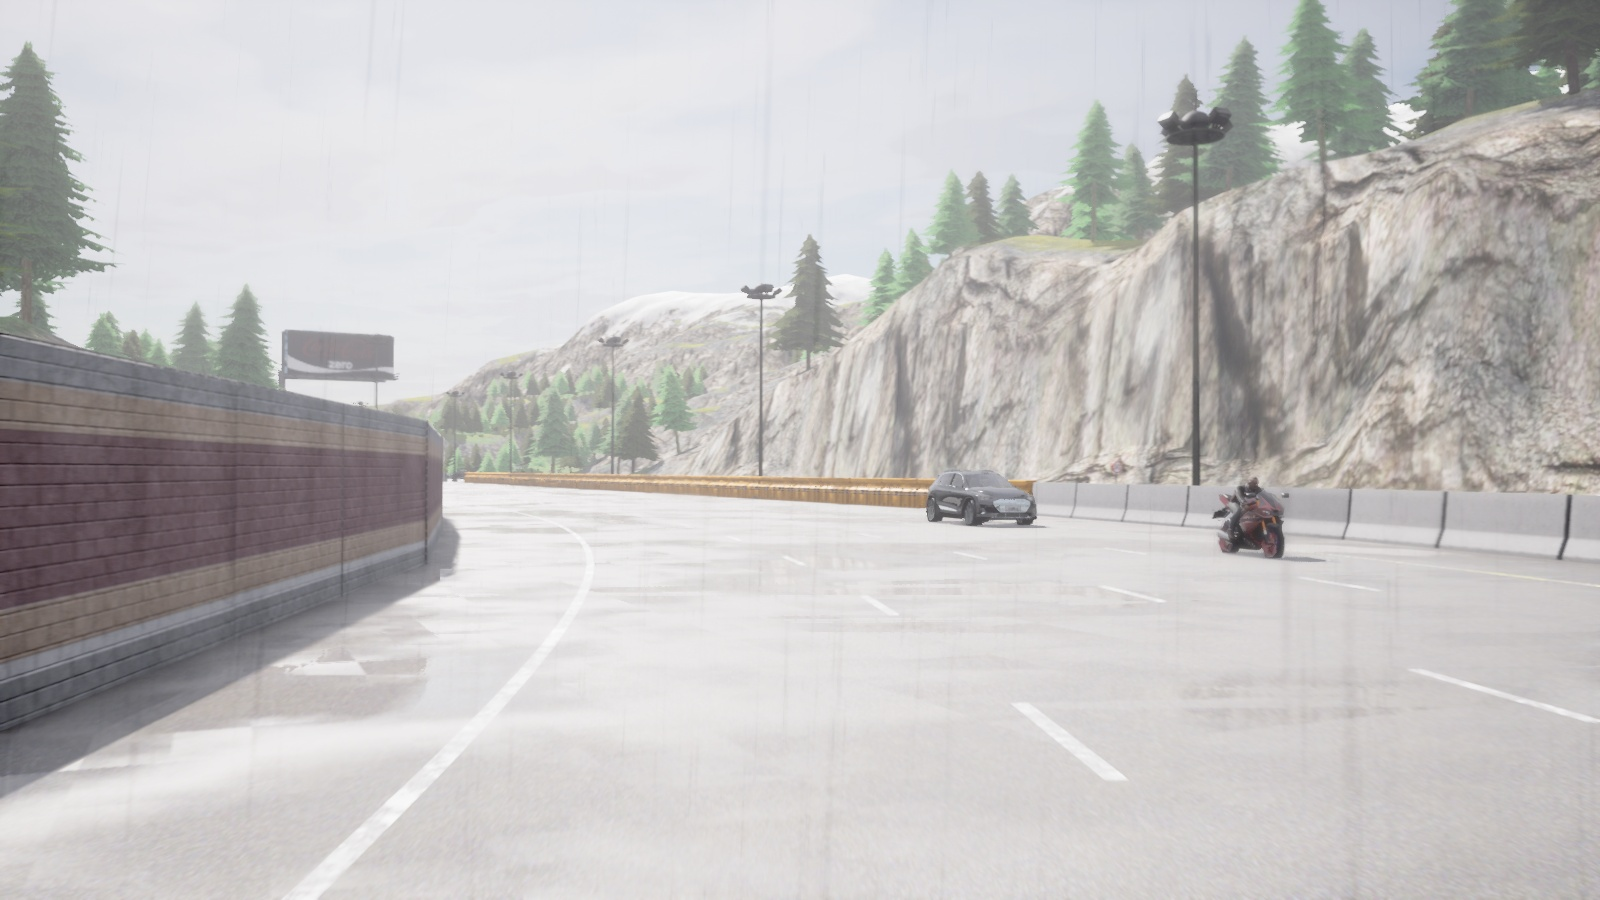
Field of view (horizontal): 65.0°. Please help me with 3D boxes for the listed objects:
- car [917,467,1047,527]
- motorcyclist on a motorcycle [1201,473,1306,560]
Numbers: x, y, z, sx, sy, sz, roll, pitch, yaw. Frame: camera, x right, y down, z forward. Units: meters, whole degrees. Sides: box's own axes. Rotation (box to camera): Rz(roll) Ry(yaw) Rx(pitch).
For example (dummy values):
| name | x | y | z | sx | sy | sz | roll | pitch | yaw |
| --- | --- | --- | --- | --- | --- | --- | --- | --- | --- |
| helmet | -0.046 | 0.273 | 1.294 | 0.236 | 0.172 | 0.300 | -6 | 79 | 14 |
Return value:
| name | x | y | z | sx | sy | sz | roll | pitch | yaw |
| --- | --- | --- | --- | --- | --- | --- | --- | --- | --- |
| car | 5.333 | 1.351 | 37.563 | 2.033 | 1.649 | 4.856 | 0 | -1 | -16 |
| motorcyclist on a motorcycle | 8.475 | 1.209 | 23.569 | 0.866 | 1.530 | 2.191 | 0 | -1 | -10 |
